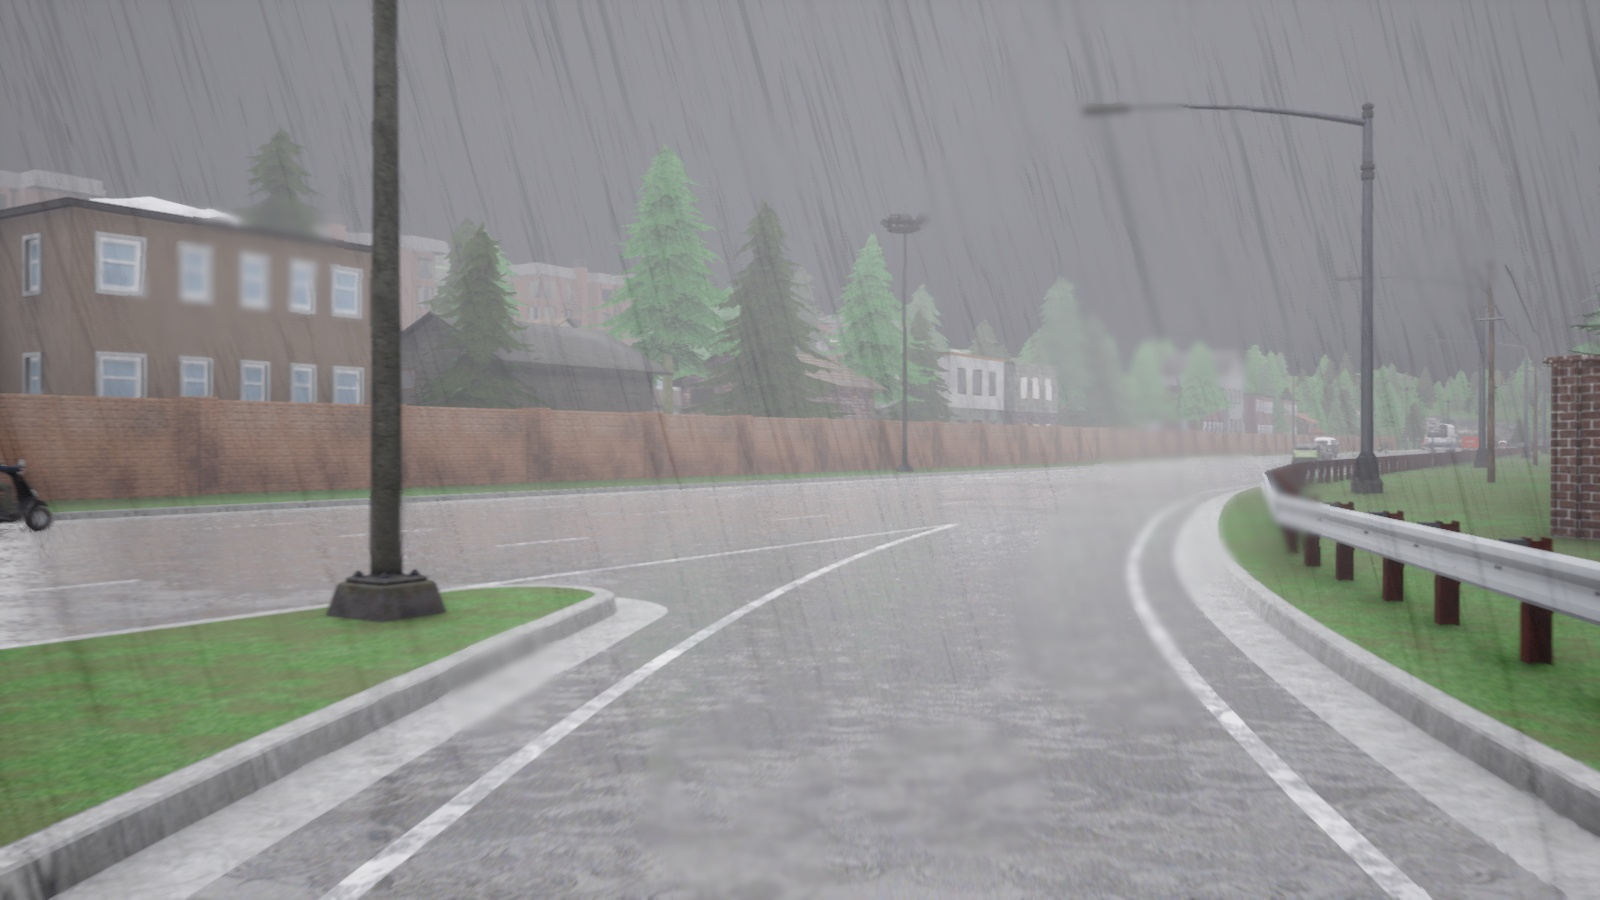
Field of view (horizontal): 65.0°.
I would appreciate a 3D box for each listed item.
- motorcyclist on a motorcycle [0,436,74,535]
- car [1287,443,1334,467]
[{"bbox_3d":[-13.094,0.563,20.642,0.866,1.590,1.817,0,0,32],"label":"motorcyclist on a motorcycle"},{"bbox_3d":[32.769,0.290,80.501,2.007,1.525,4.514,0,0,32],"label":"car"}]
